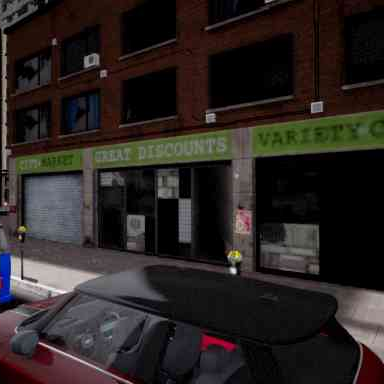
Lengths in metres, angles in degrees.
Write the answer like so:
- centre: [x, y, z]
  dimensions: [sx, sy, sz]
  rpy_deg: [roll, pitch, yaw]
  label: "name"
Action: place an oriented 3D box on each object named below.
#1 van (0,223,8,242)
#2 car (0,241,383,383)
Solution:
- centre: [-5.123, 1.343, 6.379]
  dimensions: [3.998, 1.788, 1.690]
  rpy_deg: [0, 0, 35]
  label: "van"
- centre: [-0.490, 1.440, 3.075]
  dimensions: [4.097, 1.590, 1.967]
  rpy_deg: [0, 0, 35]
  label: "car"
